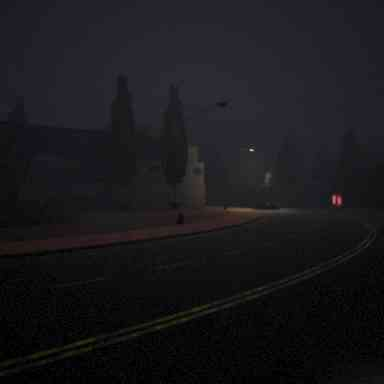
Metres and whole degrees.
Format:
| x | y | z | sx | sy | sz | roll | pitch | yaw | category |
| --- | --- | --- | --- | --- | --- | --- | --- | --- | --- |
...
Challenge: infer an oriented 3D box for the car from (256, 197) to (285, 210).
| x | y | z | sx | sy | sz | roll | pitch | yaw | category |
| --- | --- | --- | --- | --- | --- | --- | --- | --- | --- |
| 10.163 | 1.498 | 44.455 | 2.097 | 1.767 | 4.553 | 0 | 0 | -7 | car |

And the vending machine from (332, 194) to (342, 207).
| x | y | z | sx | sy | sz | roll | pitch | yaw | category |
| --- | --- | --- | --- | --- | --- | --- | --- | --- | --- |
| 23.452 | 1.357 | 53.739 | 1.100 | 2.100 | 0.880 | 0 | 0 | -14 | vending machine |

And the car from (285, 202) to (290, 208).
| x | y | z | sx | sy | sz | roll | pitch | yaw | category |
| --- | --- | --- | --- | --- | --- | --- | --- | --- | --- |
| 12.812 | 1.711 | 50.374 | 2.033 | 1.411 | 5.357 | 0 | 0 | -13 | car |
